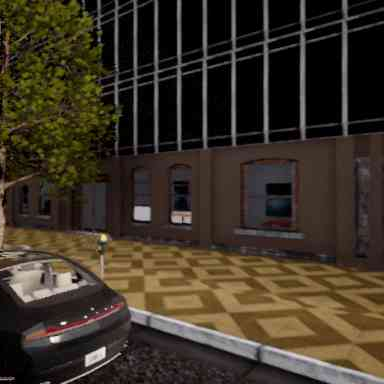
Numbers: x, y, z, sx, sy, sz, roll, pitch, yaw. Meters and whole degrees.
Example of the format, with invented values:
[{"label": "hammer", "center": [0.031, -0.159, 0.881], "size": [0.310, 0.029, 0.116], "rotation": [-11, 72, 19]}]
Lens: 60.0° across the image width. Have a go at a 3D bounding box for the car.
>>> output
[{"label": "car", "center": [-2.827, 1.551, 4.880], "size": [4.403, 1.369, 2.008], "rotation": [0, 0, 35]}]
